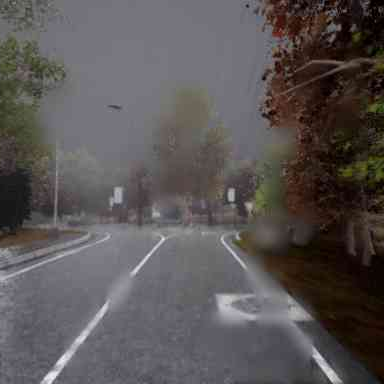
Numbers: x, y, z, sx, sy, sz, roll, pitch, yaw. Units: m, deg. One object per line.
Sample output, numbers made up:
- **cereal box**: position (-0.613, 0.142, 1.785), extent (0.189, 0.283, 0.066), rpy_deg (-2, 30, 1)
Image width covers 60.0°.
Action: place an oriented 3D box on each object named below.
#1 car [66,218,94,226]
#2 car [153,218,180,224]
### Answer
- **car**: position (-19.030, 5.146, 56.873), extent (2.033, 1.411, 5.357), rpy_deg (-2, -5, 18)
- **car**: position (-5.202, 5.953, 68.265), extent (5.357, 1.411, 2.033), rpy_deg (1, -5, -5)
